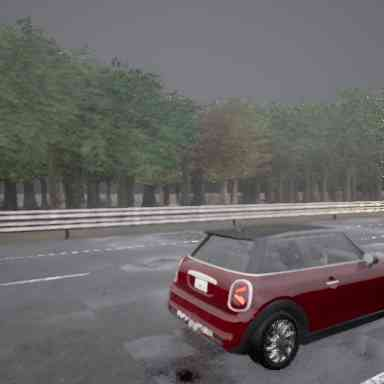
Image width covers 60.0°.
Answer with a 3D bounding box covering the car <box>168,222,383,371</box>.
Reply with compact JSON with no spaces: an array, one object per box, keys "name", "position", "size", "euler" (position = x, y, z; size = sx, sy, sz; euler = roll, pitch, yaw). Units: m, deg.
[{"name":"car","position":[1.942,1.341,5.844],"size":[4.553,1.767,2.097],"euler":[0,0,-31]}]
